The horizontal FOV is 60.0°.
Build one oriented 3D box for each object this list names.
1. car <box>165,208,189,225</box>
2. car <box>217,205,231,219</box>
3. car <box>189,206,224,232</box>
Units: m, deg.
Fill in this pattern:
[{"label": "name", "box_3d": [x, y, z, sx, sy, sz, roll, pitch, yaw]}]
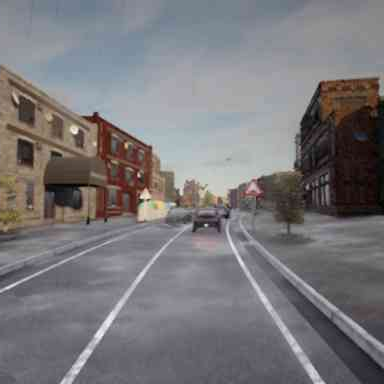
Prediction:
[{"label": "car", "box_3d": [-1.210, 2.202, 30.872, 1.812, 1.442, 4.674, -1, -2, 8]}, {"label": "car", "box_3d": [3.737, 2.442, 41.362, 2.033, 1.649, 4.856, -1, -2, 11]}, {"label": "car", "box_3d": [1.117, 1.913, 23.263, 1.837, 1.490, 4.892, 0, -2, 5]}]
